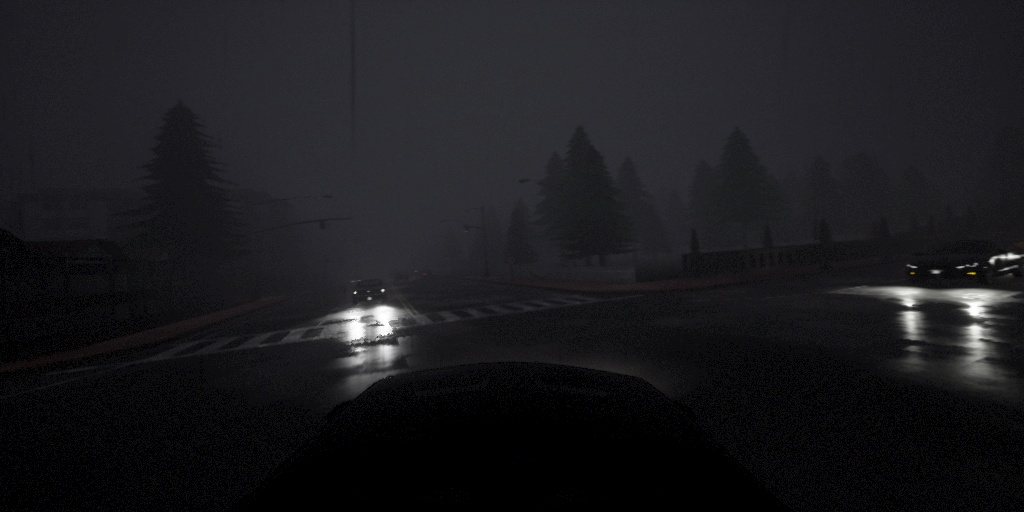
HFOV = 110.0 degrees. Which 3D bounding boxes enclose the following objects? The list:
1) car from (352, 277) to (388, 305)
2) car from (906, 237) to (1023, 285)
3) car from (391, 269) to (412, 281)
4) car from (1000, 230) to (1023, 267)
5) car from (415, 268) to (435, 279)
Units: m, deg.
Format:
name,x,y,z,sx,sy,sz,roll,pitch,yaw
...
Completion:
name,x,y,z,sx,sy,sz,roll,pitch,yaw
car,-8.727,2.140,22.106,1.895,1.301,4.718,-4,0,-20
car,16.634,0.147,13.132,4.892,1.490,1.837,-4,-1,-22
car,-15.888,2.766,51.422,1.882,1.535,5.008,-4,0,-20
car,25.401,-0.530,16.735,5.008,1.535,1.882,-6,0,-22
car,-12.273,2.579,51.725,2.033,1.411,5.357,-4,0,-21
